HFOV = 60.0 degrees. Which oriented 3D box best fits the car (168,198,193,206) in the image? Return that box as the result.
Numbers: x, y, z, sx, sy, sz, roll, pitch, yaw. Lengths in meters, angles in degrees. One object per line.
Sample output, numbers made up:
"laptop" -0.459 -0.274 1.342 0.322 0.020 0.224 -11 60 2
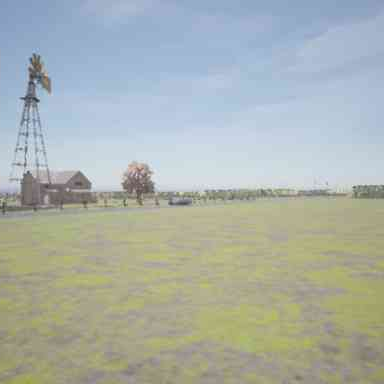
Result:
"car" -2.116 1.854 61.743 2.033 1.411 5.357 0 0 38
